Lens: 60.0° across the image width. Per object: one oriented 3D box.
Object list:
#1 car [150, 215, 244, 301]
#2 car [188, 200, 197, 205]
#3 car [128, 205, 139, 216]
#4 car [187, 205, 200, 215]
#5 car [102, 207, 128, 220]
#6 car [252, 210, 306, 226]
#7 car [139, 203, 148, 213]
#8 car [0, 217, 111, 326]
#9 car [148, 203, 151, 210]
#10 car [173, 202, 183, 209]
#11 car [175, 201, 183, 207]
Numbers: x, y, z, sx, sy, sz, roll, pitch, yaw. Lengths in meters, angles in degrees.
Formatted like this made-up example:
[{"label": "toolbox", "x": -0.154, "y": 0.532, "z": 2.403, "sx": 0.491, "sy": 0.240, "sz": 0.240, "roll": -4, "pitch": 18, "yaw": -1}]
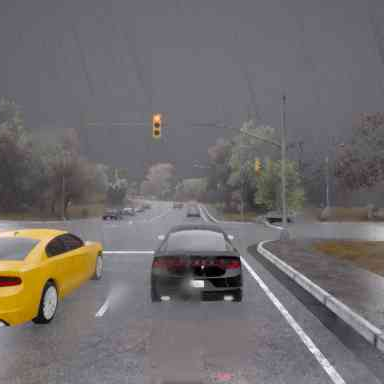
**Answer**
[{"label": "car", "x": 0.104, "y": 1.565, "z": 8.515, "sx": 1.882, "sy": 1.535, "sz": 5.008, "roll": 0, "pitch": -1, "yaw": 0}, {"label": "car", "x": 0.097, "y": 2.971, "z": 86.562, "sx": 2.097, "sy": 1.767, "sz": 4.553, "roll": 0, "pitch": 0, "yaw": -3}, {"label": "car", "x": -10.457, "y": 3.209, "z": 54.610, "sx": 1.812, "sy": 1.442, "sz": 4.674, "roll": 0, "pitch": -1, "yaw": 0}, {"label": "car", "x": 0.228, "y": 3.221, "z": 52.832, "sx": 1.994, "sy": 1.385, "sz": 4.181, "roll": 0, "pitch": -1, "yaw": 0}, {"label": "car", "x": -10.507, "y": 3.000, "z": 44.740, "sx": 2.033, "sy": 1.411, "sz": 5.357, "roll": 0, "pitch": -2, "yaw": 1}, {"label": "car", "x": 8.224, "y": 2.425, "z": 31.599, "sx": 4.902, "sy": 1.511, "sz": 2.128, "roll": 0, "pitch": -2, "yaw": 3}, {"label": "car", "x": -10.391, "y": 3.243, "z": 64.715, "sx": 2.128, "sy": 1.511, "sz": 4.902, "roll": 0, "pitch": 0, "yaw": 1}, {"label": "car", "x": -3.404, "y": 1.542, "z": 7.274, "sx": 1.882, "sy": 1.535, "sz": 5.008, "roll": 0, "pitch": -1, "yaw": 0}, {"label": "car", "x": -10.325, "y": 3.227, "z": 75.295, "sx": 2.033, "sy": 1.411, "sz": 5.357, "roll": 0, "pitch": 0, "yaw": 0}, {"label": "car", "x": -3.322, "y": 3.180, "z": 76.660, "sx": 1.837, "sy": 1.490, "sz": 4.892, "roll": 0, "pitch": 0, "yaw": 0}, {"label": "car", "x": -3.417, "y": 3.163, "z": 86.728, "sx": 1.994, "sy": 1.385, "sz": 4.181, "roll": 0, "pitch": 0, "yaw": -3}]
